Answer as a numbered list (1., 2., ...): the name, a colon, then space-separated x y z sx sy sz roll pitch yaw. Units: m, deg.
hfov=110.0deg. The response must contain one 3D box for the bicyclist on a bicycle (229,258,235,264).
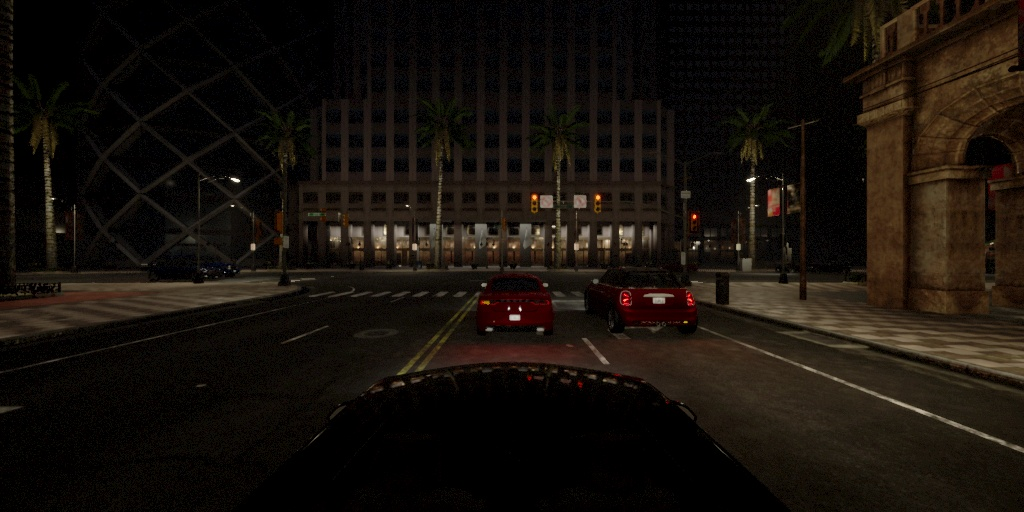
1. bicyclist on a bicycle: -35.747 1.050 45.753 0.582 1.620 1.656 0 0 -12

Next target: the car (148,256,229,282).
1. car: -25.869 1.103 28.545 4.553 1.767 2.097 0 0 -4

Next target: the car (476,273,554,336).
1. car: 0.081 1.228 10.494 1.882 1.535 5.008 0 0 0

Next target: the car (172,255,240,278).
1. car: -27.658 0.965 32.048 5.566 2.045 2.150 1 0 -3

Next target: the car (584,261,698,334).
1. car: 3.582 1.102 10.835 2.097 1.767 4.553 0 0 0

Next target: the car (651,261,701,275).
1. car: 17.942 1.275 39.433 4.674 1.442 1.812 0 0 0

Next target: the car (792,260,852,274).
1. car: 34.358 1.241 39.378 4.902 1.511 2.128 0 0 0
